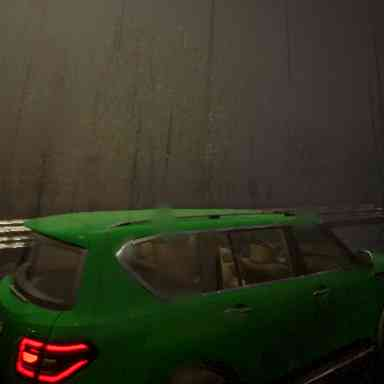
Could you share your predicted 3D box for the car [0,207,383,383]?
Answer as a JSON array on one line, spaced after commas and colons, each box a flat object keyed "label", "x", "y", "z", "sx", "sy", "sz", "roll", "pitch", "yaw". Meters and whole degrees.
[{"label": "car", "x": 0.642, "y": 1.220, "z": 4.177, "sx": 5.566, "sy": 2.045, "sz": 2.150, "roll": 0, "pitch": 0, "yaw": -35}]

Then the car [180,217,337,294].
[{"label": "car", "x": 1.951, "y": 1.560, "z": 9.363, "sx": 4.181, "sy": 1.385, "sz": 1.994, "roll": 0, "pitch": 0, "yaw": -35}]
